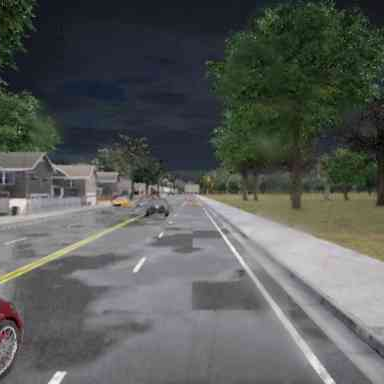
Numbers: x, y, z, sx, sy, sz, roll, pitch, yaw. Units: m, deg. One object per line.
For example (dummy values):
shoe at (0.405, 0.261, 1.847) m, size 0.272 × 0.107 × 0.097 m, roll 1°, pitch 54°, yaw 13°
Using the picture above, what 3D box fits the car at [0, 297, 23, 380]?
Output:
car at (-3.152, 1.528, 2.469) m, size 1.812 × 1.442 × 4.674 m, roll 0°, pitch 0°, yaw 0°

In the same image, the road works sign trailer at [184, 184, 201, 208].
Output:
road works sign trailer at (-0.005, 0.512, 50.506) m, size 2.380 × 3.560 × 2.880 m, roll 0°, pitch 0°, yaw 0°

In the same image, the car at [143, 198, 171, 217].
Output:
car at (-3.153, 1.380, 32.208) m, size 2.097 × 1.767 × 4.553 m, roll 0°, pitch 0°, yaw 0°

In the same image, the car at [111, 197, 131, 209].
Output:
car at (-9.828, 1.519, 46.266) m, size 1.882 × 1.535 × 5.008 m, roll 0°, pitch 0°, yaw 0°

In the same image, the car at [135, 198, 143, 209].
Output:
car at (-6.579, 1.532, 45.879) m, size 2.128 × 1.511 × 4.902 m, roll 0°, pitch 0°, yaw 0°
